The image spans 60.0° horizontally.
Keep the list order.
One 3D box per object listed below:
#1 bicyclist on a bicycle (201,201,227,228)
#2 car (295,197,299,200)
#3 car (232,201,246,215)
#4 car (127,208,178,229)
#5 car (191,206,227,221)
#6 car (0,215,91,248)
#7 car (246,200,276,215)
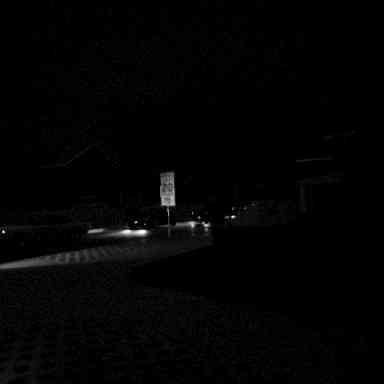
[{"bbox_3d":[1.258,1.316,19.222,1.656,1.620,0.582,-3,-2,29],"label":"bicyclist on a bicycle"},{"bbox_3d":[16.759,1.900,53.507,2.150,2.045,5.566,-3,-2,28],"label":"car"},{"bbox_3d":[6.504,1.915,40.863,2.097,1.767,4.553,-3,-2,29],"label":"car"},{"bbox_3d":[-2.786,1.866,23.976,1.994,1.385,4.181,-3,-2,29],"label":"car"},{"bbox_3d":[1.703,2.026,32.157,1.895,1.301,4.718,-3,-2,29],"label":"car"},{"bbox_3d":[-7.264,1.785,15.926,1.895,1.301,4.718,-3,-2,30],"label":"car"},{"bbox_3d":[8.090,1.909,37.689,1.837,1.490,4.892,-3,-2,29],"label":"car"}]
